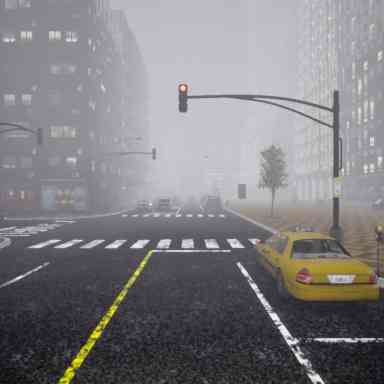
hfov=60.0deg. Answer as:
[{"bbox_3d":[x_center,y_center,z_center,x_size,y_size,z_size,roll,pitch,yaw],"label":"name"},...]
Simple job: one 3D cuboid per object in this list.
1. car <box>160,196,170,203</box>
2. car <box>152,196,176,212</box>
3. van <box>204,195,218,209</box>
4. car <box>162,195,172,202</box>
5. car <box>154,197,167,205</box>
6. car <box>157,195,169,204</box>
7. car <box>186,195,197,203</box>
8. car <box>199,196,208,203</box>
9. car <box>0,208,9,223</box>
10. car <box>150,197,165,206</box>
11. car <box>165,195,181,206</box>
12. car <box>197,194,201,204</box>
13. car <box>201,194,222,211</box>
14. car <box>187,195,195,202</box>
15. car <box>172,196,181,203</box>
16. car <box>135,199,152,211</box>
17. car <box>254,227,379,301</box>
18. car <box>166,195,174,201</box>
[{"bbox_3d":[-5.907,1.648,73.643,1.802,1.307,4.206,0,0,0],"label":"car"},{"bbox_3d":[-3.213,1.519,38.869,1.837,1.490,4.892,0,0,0],"label":"car"},{"bbox_3d":[2.552,1.364,46.033,1.690,1.788,3.998,0,0,0],"label":"van"},{"bbox_3d":[-5.924,1.517,79.169,1.967,1.590,4.097,0,0,0],"label":"car"},{"bbox_3d":[-5.875,1.592,62.588,1.887,1.381,4.507,0,0,0],"label":"car"},{"bbox_3d":[-5.892,1.497,68.116,1.967,1.590,4.097,0,0,0],"label":"car"},{"bbox_3d":[-0.202,1.612,69.692,1.994,1.385,4.181,0,0,0],"label":"car"},{"bbox_3d":[2.473,1.611,73.667,1.887,1.381,4.507,0,0,0],"label":"car"},{"bbox_3d":[-16.321,1.745,24.717,4.892,1.490,1.837,-1,1,-2],"label":"car"},{"bbox_3d":[-5.859,1.588,57.062,2.008,1.369,4.403,0,0,0],"label":"car"},{"bbox_3d":[-3.248,1.527,55.413,2.128,1.511,4.902,0,0,0],"label":"car"},{"bbox_3d":[2.504,1.362,62.613,2.192,1.841,5.009,0,0,0],"label":"car"},{"bbox_3d":[2.568,1.332,40.507,2.192,1.841,5.009,0,0,0],"label":"car"},{"bbox_3d":[-0.230,1.469,79.693,1.882,1.535,5.008,0,0,0],"label":"car"},{"bbox_3d":[-3.202,1.561,69.320,1.837,1.490,4.892,0,0,0],"label":"car"},{"bbox_3d":[-5.810,1.568,40.483,2.008,1.369,4.403,0,0,0],"label":"car"},{"bbox_3d":[2.663,1.526,8.264,1.752,1.417,4.829,0,0,0],"label":"car"},{"bbox_3d":[-5.954,1.624,90.052,1.752,1.417,4.829,0,0,0],"label":"car"}]
